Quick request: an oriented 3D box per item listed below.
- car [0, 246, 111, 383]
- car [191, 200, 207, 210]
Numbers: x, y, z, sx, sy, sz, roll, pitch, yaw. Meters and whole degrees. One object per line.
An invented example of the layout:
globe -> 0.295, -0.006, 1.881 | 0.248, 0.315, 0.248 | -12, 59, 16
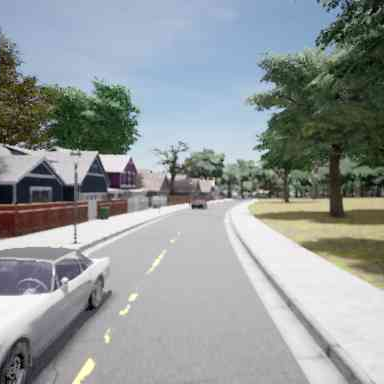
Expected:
car -> -2.757, 1.623, 5.124 | 1.895, 1.301, 4.718 | 0, 0, 1
car -> 1.042, 1.833, 47.716 | 1.895, 1.301, 4.718 | 0, 0, 9
